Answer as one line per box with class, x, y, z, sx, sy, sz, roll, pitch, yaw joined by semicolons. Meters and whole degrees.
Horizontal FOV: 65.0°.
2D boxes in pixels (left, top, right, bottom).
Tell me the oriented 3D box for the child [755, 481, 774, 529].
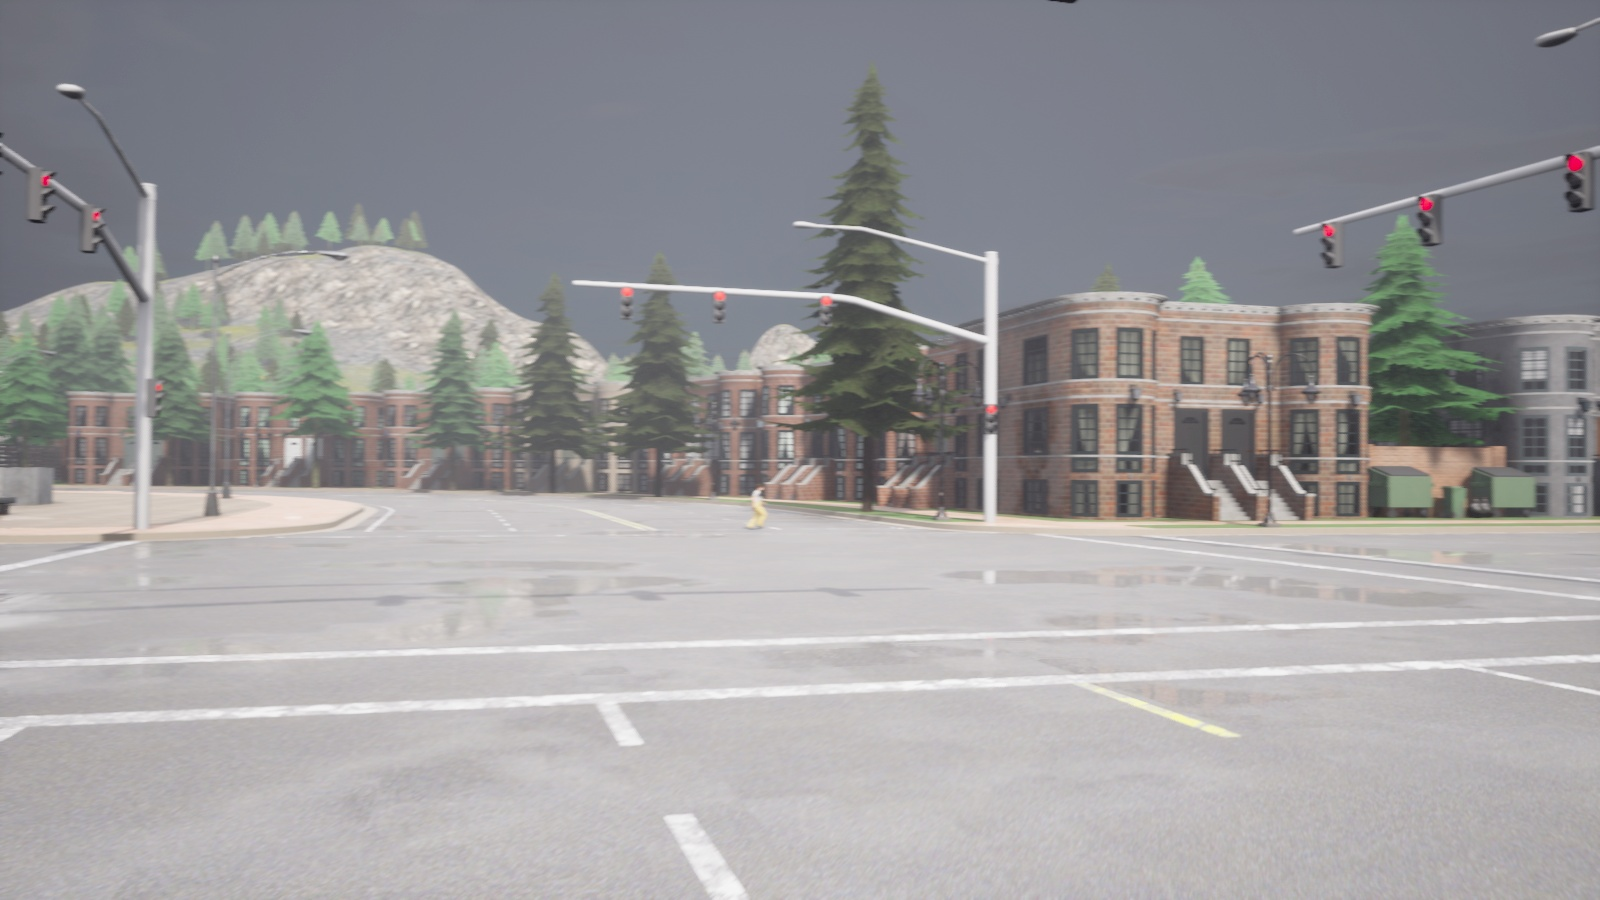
child;-0.939;1.440;33.034;0.437;1.263;0.270;0;-1;-13
